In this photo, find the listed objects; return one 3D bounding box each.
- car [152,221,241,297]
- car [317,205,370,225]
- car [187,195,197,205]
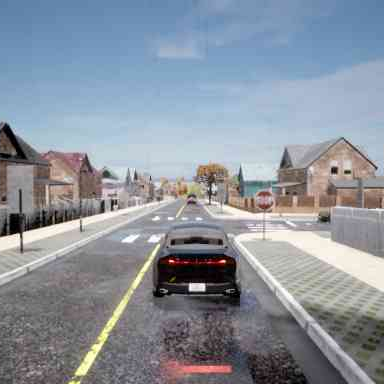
[{"bbox_3d":[0.109,1.504,8.531,1.837,1.490,4.892,0,0,0],"label":"car"},{"bbox_3d":[10.895,1.586,22.947,4.181,1.385,1.994,1,2,9],"label":"car"},{"bbox_3d":[-0.059,1.850,65.885,1.895,1.301,4.718,0,0,0],"label":"car"}]
